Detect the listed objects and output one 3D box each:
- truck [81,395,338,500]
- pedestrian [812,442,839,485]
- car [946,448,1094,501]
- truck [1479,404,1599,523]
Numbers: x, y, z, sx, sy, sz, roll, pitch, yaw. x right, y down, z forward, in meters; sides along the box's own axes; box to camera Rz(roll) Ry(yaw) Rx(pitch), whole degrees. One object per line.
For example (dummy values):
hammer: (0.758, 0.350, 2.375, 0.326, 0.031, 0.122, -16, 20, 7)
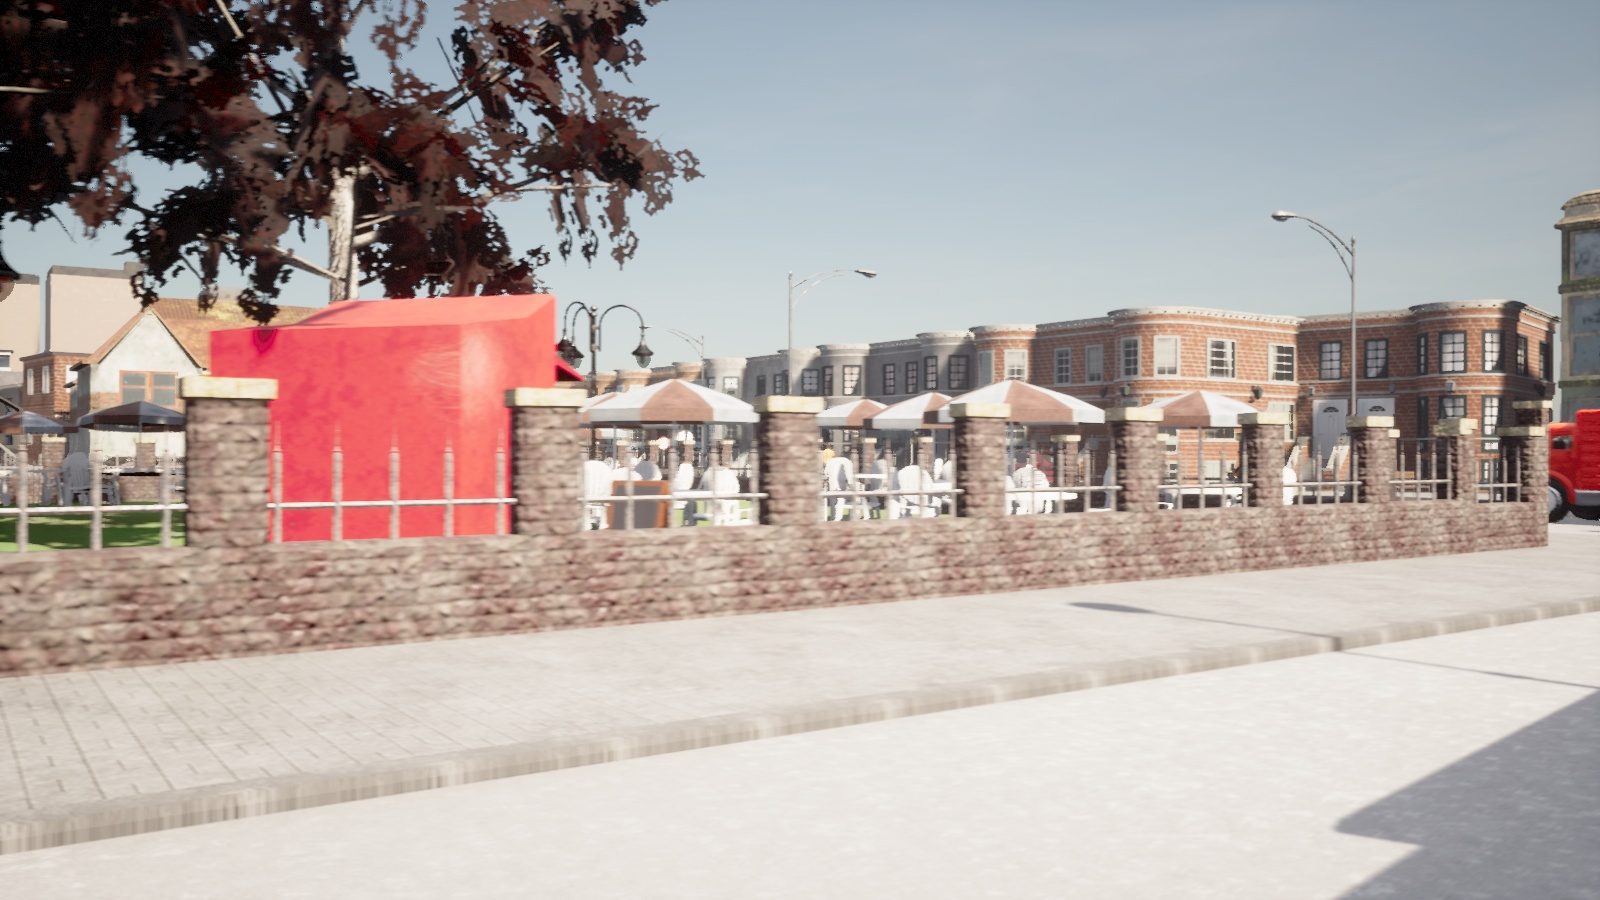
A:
truck: (-20.958, -0.083, 44.808, 7.936, 3.462, 2.891, 0, 0, -35)
pedestrian: (1.118, 0.586, 54.655, 0.874, 1.855, 0.900, 0, 0, -24)
car: (7.240, 0.762, 41.848, 2.033, 1.649, 4.856, 0, 0, -35)
truck: (17.752, 0.286, 26.702, 2.627, 2.467, 5.204, 0, 0, -31)
